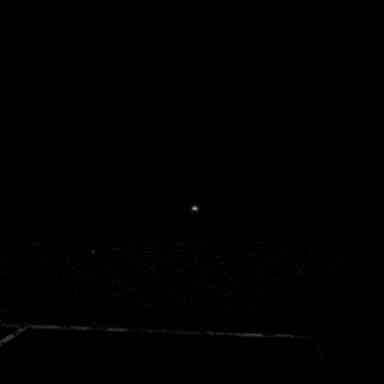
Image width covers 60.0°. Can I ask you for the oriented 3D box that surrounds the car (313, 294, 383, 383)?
[{"bbox_3d":[3.717,1.628,3.892,4.313,1.339,1.947,1,0,3],"label":"car"}]
